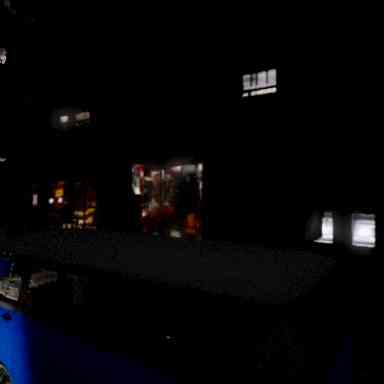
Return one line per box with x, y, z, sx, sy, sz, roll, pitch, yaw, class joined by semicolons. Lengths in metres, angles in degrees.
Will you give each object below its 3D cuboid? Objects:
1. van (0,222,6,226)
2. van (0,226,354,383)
-5.146;1.352;6.474;3.998;1.788;1.690;0;1;35;van
-0.563;1.342;3.252;3.998;1.788;1.690;0;1;35;van
